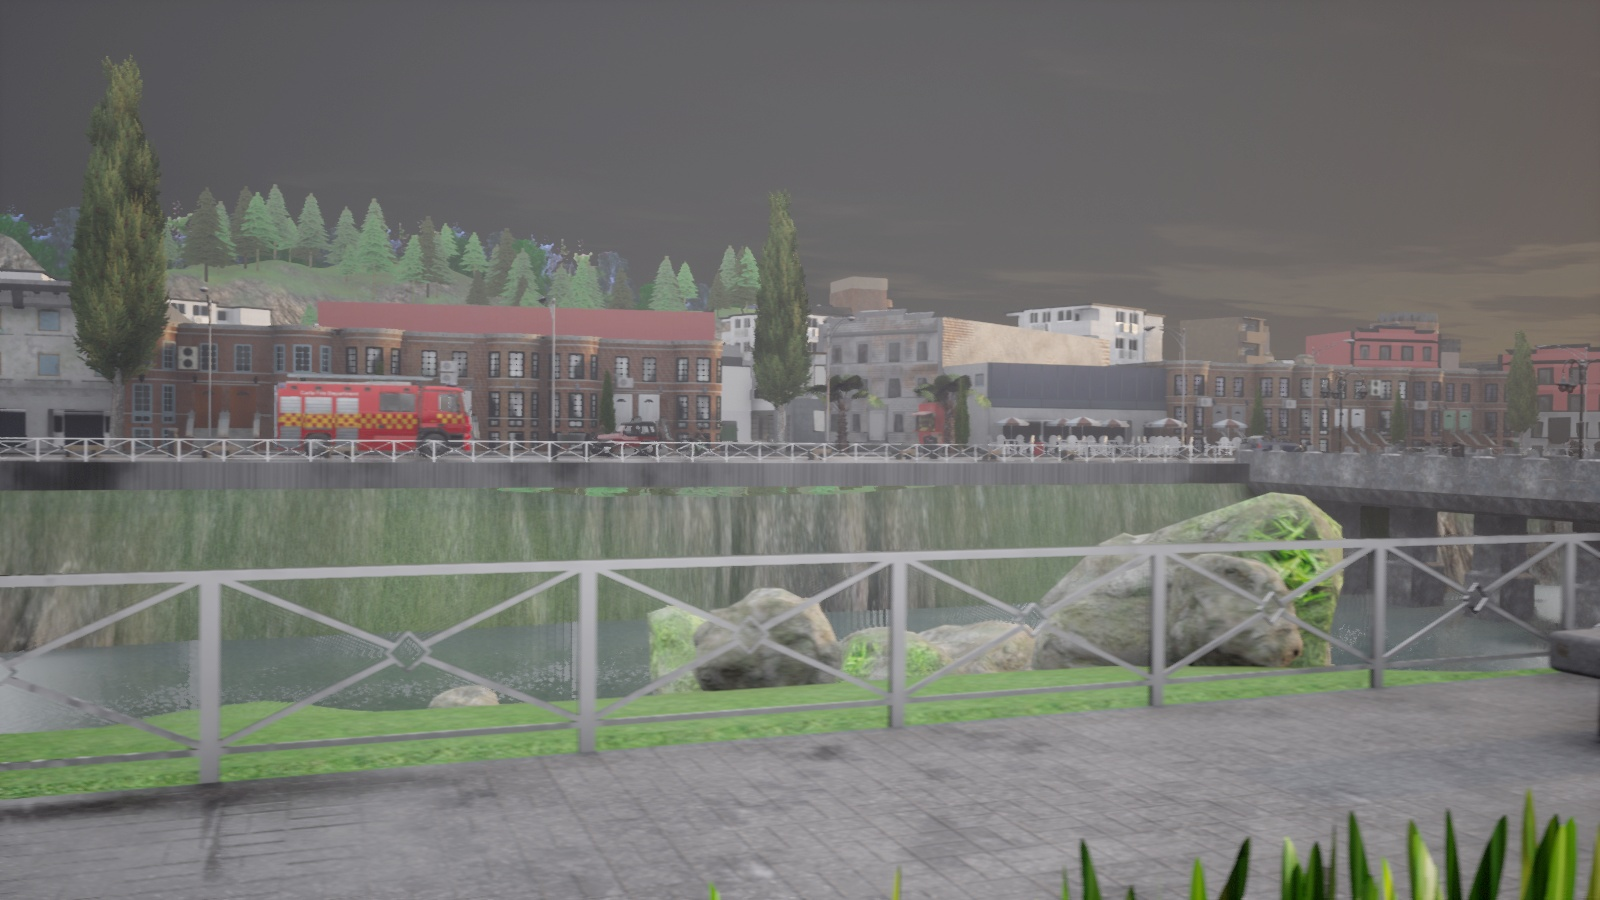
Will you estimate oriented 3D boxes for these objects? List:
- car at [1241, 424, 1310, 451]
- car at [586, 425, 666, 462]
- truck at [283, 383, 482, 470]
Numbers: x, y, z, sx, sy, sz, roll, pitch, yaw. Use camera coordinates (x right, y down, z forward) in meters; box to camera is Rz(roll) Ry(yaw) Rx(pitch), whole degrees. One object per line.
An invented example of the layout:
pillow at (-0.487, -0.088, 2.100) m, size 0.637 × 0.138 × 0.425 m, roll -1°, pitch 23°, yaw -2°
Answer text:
car at (28.960, -0.773, 76.520) m, size 3.705 × 1.549 × 1.789 m, roll -1°, pitch 1°, yaw -21°
car at (-9.181, -0.383, 66.261) m, size 3.866 × 1.878 × 1.905 m, roll -1°, pitch 1°, yaw -21°
truck at (-19.269, -1.104, 58.123) m, size 8.468 × 3.827 × 2.891 m, roll -1°, pitch 1°, yaw -21°
